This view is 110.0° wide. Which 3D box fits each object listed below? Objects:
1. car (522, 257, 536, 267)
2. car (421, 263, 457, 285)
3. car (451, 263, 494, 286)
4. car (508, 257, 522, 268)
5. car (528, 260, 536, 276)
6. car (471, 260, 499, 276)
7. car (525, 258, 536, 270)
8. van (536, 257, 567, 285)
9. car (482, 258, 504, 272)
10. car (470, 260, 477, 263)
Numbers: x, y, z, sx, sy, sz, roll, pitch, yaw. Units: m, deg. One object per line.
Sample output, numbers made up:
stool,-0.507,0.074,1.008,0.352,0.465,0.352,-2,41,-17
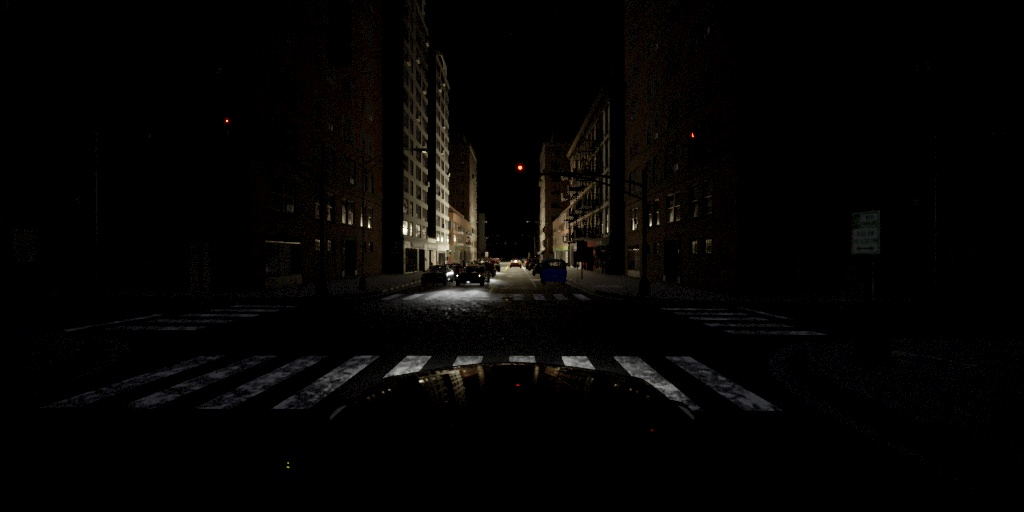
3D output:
car,3.088,1.054,53.751,2.192,1.841,5.009,0,0,1
car,-5.186,1.299,25.407,2.007,1.370,4.403,0,0,1
car,-2.659,1.349,25.115,1.895,1.301,4.718,0,0,4
car,0.601,1.336,59.026,1.895,1.301,4.718,0,0,1
car,2.939,1.329,36.707,1.802,1.307,4.207,0,0,1
car,-2.558,1.349,35.126,1.895,1.301,4.718,0,0,0
car,3.038,1.325,48.070,1.802,1.307,4.207,0,0,1
van,2.839,1.089,25.345,1.690,1.789,3.998,0,0,1
car,-2.465,1.309,45.180,1.994,1.385,4.181,0,0,1
car,-4.988,1.269,47.964,1.751,1.417,4.829,0,0,1
